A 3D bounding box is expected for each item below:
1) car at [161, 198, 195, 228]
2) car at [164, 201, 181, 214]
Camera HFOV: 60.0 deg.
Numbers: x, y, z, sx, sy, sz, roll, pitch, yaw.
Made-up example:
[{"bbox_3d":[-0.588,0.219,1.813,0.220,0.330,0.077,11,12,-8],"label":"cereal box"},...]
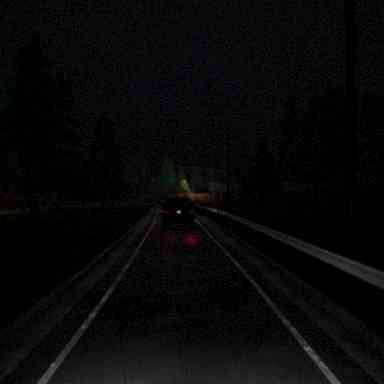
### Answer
[{"bbox_3d":[-1.005,1.407,23.937,2.150,2.045,5.566,0,0,-3],"label":"car"},{"bbox_3d":[-2.450,1.887,41.668,1.994,1.385,4.181,0,-1,-5],"label":"car"}]
